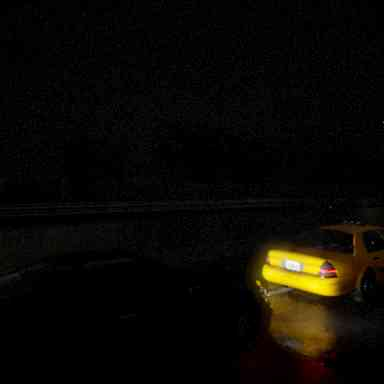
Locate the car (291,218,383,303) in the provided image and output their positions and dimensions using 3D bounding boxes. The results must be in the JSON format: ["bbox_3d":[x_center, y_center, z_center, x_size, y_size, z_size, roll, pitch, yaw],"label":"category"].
[{"bbox_3d":[4.077,1.426,8.100,5.366,1.575,1.801,0,0,-36],"label":"car"}]

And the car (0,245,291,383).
[{"bbox_3d":[-0.951,1.522,4.484,4.674,1.442,1.812,0,0,-36],"label":"car"}]

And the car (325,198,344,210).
[{"bbox_3d":[17.153,1.441,37.882,4.892,1.490,1.837,0,0,-36],"label":"car"}]

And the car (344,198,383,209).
[{"bbox_3d":[17.958,1.460,34.153,4.674,1.442,1.812,0,0,-36],"label":"car"}]
